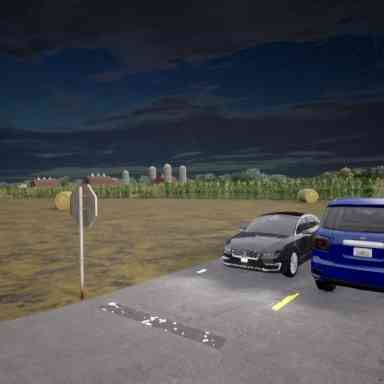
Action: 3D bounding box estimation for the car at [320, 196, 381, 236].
[{"bbox_3d":[8.733,1.134,18.082,2.097,1.767,4.553,0,1,37],"label":"car"}]

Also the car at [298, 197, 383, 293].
[{"bbox_3d":[4.635,1.130,8.000,2.150,2.045,5.566,0,1,37],"label":"car"}]

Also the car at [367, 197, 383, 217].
[{"bbox_3d":[15.959,1.173,27.553,1.812,1.442,4.674,0,1,37],"label":"car"}]

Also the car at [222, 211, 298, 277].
[{"bbox_3d":[2.729,1.398,10.134,1.837,1.490,4.892,0,1,36],"label":"car"}]
